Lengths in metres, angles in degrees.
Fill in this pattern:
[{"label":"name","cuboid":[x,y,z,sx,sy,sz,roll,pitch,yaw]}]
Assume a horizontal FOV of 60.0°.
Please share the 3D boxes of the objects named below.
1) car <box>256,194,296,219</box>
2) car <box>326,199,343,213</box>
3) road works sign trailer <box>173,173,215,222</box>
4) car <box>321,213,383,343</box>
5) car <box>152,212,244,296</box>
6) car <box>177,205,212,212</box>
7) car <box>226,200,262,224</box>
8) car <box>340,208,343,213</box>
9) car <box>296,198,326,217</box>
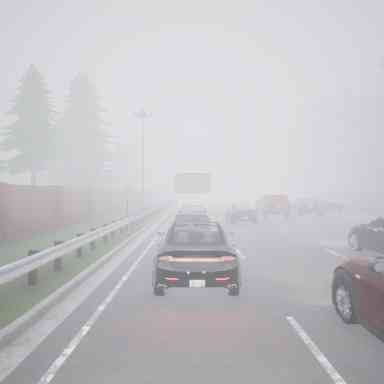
[{"label":"car","cuboid":[7.086,1.222,29.650,2.150,2.045,5.566,0,0,0]},{"label":"car","cuboid":[14.084,1.478,35.023,1.882,1.535,5.008,0,0,0]},{"label":"road works sign trailer","cuboid":[0.061,0.464,22.970,2.380,3.560,2.880,0,0,-2]},{"label":"car","cuboid":[3.588,1.353,4.249,2.097,1.767,4.553,0,0,1]},{"label":"car","cuboid":[0.096,1.491,8.627,2.128,1.511,4.902,0,0,0]},{"label":"car","cuboid":[0.111,1.474,19.050,1.882,1.535,5.008,0,0,4]},{"label":"car","cuboid":[3.594,1.525,24.417,1.812,1.442,4.674,0,0,0]},{"label":"car","cuboid":[7.093,1.505,11.190,1.837,1.490,4.892,0,0,0]},{"label":"car","cuboid":[10.584,1.352,31.737,2.097,1.767,4.553,0,0,0]}]
